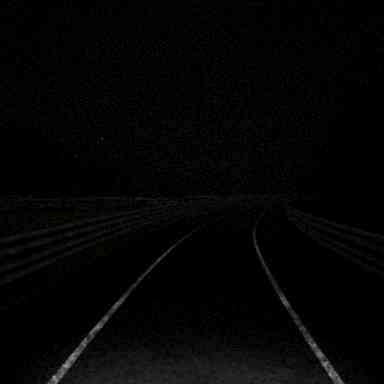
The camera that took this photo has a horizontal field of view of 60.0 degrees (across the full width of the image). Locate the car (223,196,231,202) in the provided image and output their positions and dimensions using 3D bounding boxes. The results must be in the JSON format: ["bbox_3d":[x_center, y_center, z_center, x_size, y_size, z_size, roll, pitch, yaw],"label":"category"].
[{"bbox_3d":[8.076,1.617,75.903,2.033,1.411,5.357,0,0,34],"label":"car"}]

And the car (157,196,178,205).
[{"bbox_3d":[-4.210,1.449,57.611,1.812,1.442,4.674,0,0,34],"label":"car"}]

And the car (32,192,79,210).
[{"bbox_3d":[-16.220,0.991,39.725,2.150,2.045,5.566,0,0,34],"label":"car"}]
